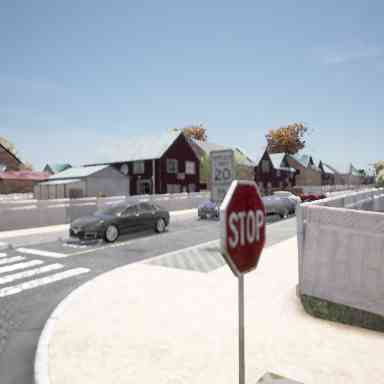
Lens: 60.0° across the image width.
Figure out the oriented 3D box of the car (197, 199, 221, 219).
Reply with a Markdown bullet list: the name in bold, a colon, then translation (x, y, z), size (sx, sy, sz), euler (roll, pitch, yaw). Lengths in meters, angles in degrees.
- **car**: translation (2.267, 0.787, 21.817), size (2.097, 1.767, 4.553), euler (-1, 1, 35)

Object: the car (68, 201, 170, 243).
- **car**: translation (-2.959, 1.183, 14.436), size (1.837, 1.490, 4.892), euler (-1, 1, 35)

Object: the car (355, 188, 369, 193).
- **car**: translation (25.851, 0.013, 50.015), size (1.895, 1.301, 4.718), euler (-1, 1, 35)

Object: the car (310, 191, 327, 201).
- **car**: translation (13.906, 0.499, 38.181), size (1.895, 1.301, 4.718), euler (-1, 1, 36)

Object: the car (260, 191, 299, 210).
- **car**: translation (7.939, 0.698, 29.815), size (1.812, 1.442, 4.674), euler (-1, 1, 36)

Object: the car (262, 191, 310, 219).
- **car**: translation (5.527, 0.891, 21.284), size (2.033, 1.411, 5.357), euler (-1, 1, 35)
